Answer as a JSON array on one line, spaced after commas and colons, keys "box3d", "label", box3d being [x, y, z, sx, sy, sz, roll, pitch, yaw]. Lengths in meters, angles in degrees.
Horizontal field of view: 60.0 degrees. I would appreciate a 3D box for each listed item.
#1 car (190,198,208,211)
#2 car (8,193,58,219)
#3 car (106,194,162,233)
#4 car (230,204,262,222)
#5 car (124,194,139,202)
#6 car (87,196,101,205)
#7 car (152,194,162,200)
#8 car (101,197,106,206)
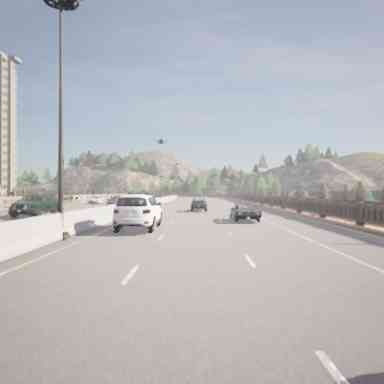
[{"box3d": [0.797, 1.411, 39.242, 2.128, 1.511, 4.902, 0, 0, 1], "label": "car"}, {"box3d": [-13.605, 1.153, 29.028, 2.150, 2.045, 5.566, 0, 0, 1], "label": "car"}, {"box3d": [-3.093, 1.179, 19.662, 2.150, 2.045, 5.566, 0, 0, 1], "label": "car"}, {"box3d": [4.026, 1.551, 25.640, 1.895, 1.301, 4.718, 0, 0, 1], "label": "car"}, {"box3d": [-12.691, 1.217, 70.098, 2.097, 1.767, 4.553, 0, 0, 1], "label": "car"}, {"box3d": [-16.483, 1.400, 57.184, 1.812, 1.442, 4.674, 0, 0, 2], "label": "car"}, {"box3d": [-8.904, 1.267, 84.416, 1.837, 1.490, 4.892, 0, 0, 1], "label": "car"}, {"box3d": [-9.806, 1.255, 43.229, 2.097, 1.767, 4.553, 0, 0, 1], "label": "car"}]
